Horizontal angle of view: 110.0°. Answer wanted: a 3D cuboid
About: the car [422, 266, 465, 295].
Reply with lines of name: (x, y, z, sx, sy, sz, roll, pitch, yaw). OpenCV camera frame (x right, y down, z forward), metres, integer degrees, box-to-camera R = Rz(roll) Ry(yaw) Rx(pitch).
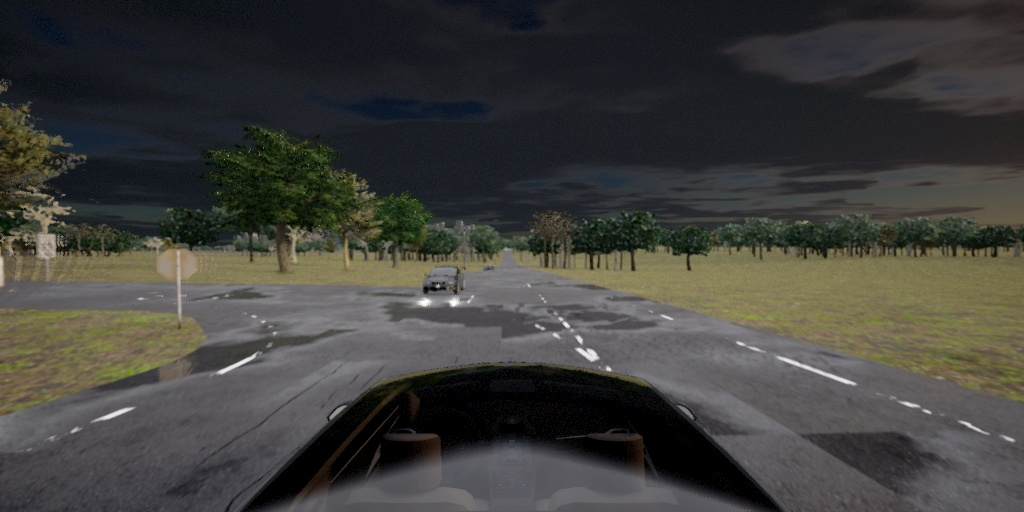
car: (-3.790, 1.323, 20.569, 1.837, 1.490, 4.892, 1, -1, -1)
